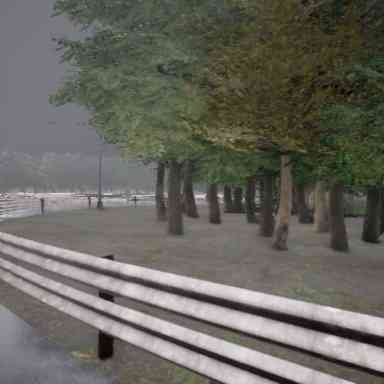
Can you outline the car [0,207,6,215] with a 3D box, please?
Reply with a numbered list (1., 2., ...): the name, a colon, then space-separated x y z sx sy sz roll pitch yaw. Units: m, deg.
1. car: -17.218 1.251 27.590 1.837 1.490 4.892 0 0 -8
